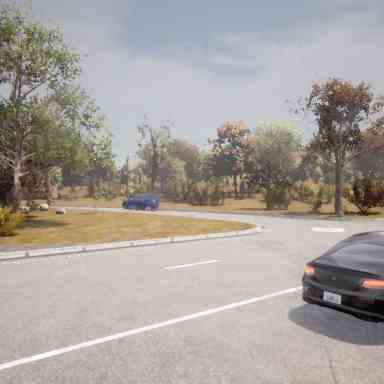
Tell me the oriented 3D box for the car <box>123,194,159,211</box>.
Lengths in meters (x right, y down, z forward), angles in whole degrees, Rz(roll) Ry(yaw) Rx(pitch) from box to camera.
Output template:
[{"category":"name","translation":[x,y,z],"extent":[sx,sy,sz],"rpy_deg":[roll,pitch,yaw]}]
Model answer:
[{"category":"car","translation":[-6.609,1.289,42.742],"extent":[5.566,2.045,2.150],"rpy_deg":[-1,0,43]}]

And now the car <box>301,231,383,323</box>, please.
[{"category":"car","translation":[4.103,1.526,6.677],"extent":[4.674,1.442,1.812],"rpy_deg":[0,0,-36]}]
